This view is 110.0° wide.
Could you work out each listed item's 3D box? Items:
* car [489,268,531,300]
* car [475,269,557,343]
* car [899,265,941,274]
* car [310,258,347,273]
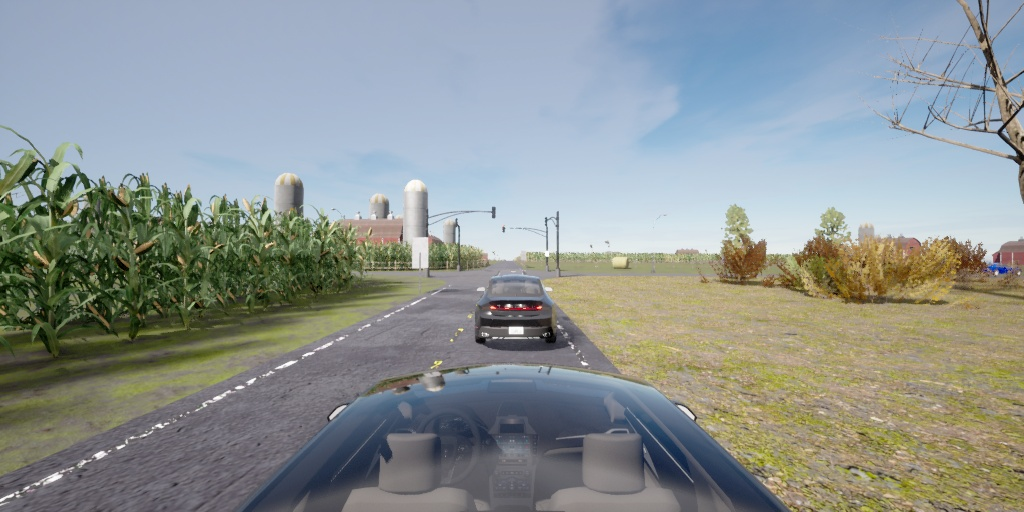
[{"bbox_3d":[0.031,1.360,18.813,1.895,1.301,4.718,0,0,4],"label":"car"},{"bbox_3d":[0.079,1.259,9.662,1.837,1.490,4.892,0,0,0],"label":"car"},{"bbox_3d":[48.555,1.768,42.531,4.181,1.385,1.994,1,-1,-5],"label":"car"},{"bbox_3d":[-19.832,0.930,37.646,4.553,1.767,2.097,0,-1,-3],"label":"car"}]
